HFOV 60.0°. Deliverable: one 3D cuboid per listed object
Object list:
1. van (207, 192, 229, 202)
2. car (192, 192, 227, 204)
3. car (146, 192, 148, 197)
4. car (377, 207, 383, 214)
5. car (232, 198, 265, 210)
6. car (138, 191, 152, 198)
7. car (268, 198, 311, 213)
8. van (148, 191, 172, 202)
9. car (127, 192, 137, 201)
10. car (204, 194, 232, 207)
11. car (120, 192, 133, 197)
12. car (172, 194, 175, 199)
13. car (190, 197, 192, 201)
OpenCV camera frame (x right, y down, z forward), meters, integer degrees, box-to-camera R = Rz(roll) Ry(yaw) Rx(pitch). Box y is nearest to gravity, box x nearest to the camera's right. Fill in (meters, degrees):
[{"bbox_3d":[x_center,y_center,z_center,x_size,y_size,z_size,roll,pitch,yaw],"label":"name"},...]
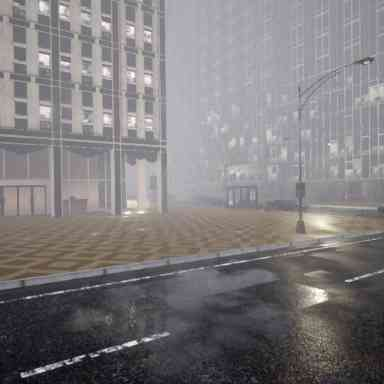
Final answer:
[{"bbox_3d":[4.478,0.855,58.465,1.690,1.788,3.998,0,1,-34],"label":"van"},{"bbox_3d":[2.710,1.203,50.813,2.033,1.411,5.357,-1,1,-34],"label":"car"},{"bbox_3d":[-8.382,0.615,77.213,2.192,1.841,5.009,0,1,-34],"label":"car"},{"bbox_3d":[17.985,1.522,27.340,1.895,1.301,4.718,-1,1,-25],"label":"car"},{"bbox_3d":[7.119,1.388,39.607,1.802,1.307,4.206,0,1,-34],"label":"car"},{"bbox_3d":[-11.597,0.686,81.901,1.967,1.590,4.097,0,1,-34],"label":"car"},{"bbox_3d":[10.320,1.424,34.908,1.947,1.339,4.313,0,1,-34],"label":"car"},{"bbox_3d":[-5.647,0.937,58.413,1.690,1.788,3.998,0,1,-34],"label":"van"},{"bbox_3d":[-12.078,1.039,67.790,2.008,1.369,4.403,0,1,-34],"label":"car"},{"bbox_3d":[3.952,1.319,44.327,1.947,1.339,4.313,0,1,-34],"label":"car"},{"bbox_3d":[-18.027,0.688,91.275,2.008,1.369,4.403,0,1,-34],"label":"car"},{"bbox_3d":[-5.167,0.936,72.529,1.802,1.307,4.206,0,1,-34],"label":"car"},{"bbox_3d":[1.263,1.043,63.155,1.802,1.307,4.206,0,1,-34],"label":"car"}]
